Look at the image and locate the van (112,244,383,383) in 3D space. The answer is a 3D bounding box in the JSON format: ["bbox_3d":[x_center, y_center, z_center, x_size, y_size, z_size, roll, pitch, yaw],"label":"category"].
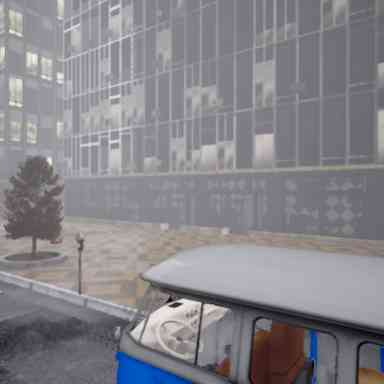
[{"bbox_3d":[1.249,1.341,1.977,3.998,1.788,1.690,0,0,35],"label":"van"}]
